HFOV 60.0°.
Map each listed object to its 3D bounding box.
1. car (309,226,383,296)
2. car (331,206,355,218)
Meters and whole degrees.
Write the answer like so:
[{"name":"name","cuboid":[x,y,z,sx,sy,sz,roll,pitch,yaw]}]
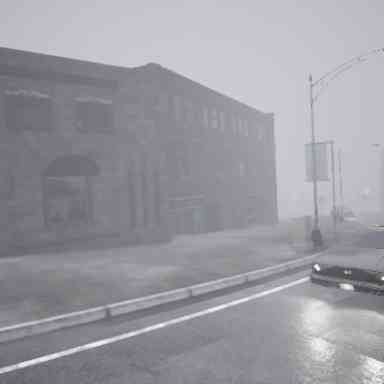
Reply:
[{"name":"car","cuboid":[5.125,1.644,8.907,2.033,1.411,5.357,-1,-2,45]},{"name":"car","cuboid":[21.896,2.808,48.544,2.097,1.767,4.553,-3,-3,5]}]
